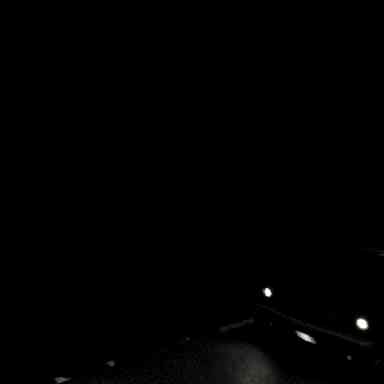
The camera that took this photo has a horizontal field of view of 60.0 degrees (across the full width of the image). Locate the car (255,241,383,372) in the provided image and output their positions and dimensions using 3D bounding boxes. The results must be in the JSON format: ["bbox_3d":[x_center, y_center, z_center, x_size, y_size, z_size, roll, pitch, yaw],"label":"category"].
[{"bbox_3d":[3.318,1.602,5.636,4.718,1.301,1.895,0,0,-34],"label":"car"}]
